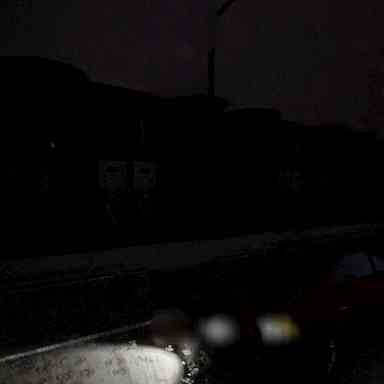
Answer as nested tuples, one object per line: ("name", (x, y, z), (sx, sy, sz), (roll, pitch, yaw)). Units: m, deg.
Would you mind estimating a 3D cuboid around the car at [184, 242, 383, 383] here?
("car", (1.949, 1.564, 5.352), (4.181, 1.385, 1.994), (0, 0, -35))
